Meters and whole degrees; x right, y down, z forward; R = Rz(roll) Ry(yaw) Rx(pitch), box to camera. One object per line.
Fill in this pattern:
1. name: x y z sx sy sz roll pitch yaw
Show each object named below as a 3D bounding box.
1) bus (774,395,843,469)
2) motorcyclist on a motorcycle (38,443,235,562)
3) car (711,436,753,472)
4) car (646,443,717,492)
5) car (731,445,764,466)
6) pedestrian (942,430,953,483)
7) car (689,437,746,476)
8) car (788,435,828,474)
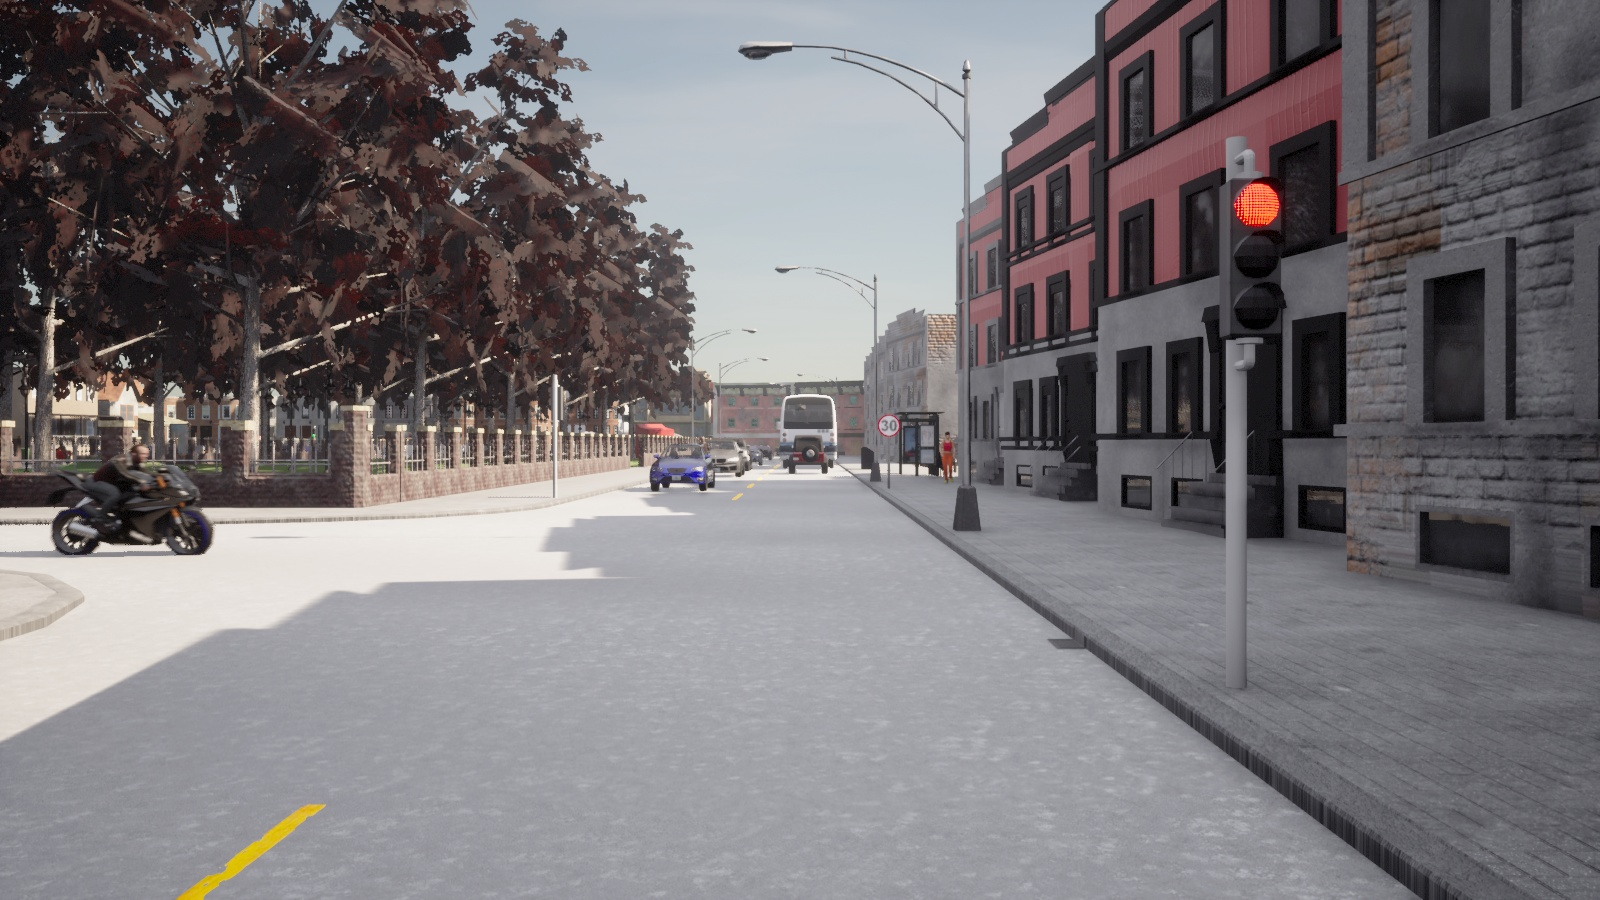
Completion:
1. bus: 0.508 -1.063 76.857 3.944 4.253 10.273 0 0 0
2. motorcyclist on a motorcycle: -8.830 0.680 16.761 2.191 1.530 0.866 0 1 4
3. car: -3.558 0.183 66.649 1.932 1.855 4.605 0 1 0
4. car: -3.717 0.530 40.145 1.816 1.474 4.193 0 0 1
5. car: -3.457 0.337 83.339 1.994 1.385 4.181 0 0 0
6. pedestrian: 5.085 0.216 43.235 0.345 1.836 0.594 0 0 6
7. car: -3.627 0.270 56.252 2.242 1.667 4.611 0 0 0
8. car: 0.411 0.194 61.837 1.905 1.878 3.866 0 0 0
